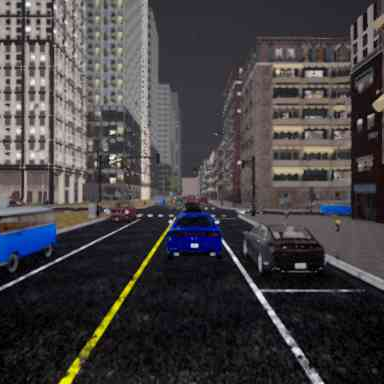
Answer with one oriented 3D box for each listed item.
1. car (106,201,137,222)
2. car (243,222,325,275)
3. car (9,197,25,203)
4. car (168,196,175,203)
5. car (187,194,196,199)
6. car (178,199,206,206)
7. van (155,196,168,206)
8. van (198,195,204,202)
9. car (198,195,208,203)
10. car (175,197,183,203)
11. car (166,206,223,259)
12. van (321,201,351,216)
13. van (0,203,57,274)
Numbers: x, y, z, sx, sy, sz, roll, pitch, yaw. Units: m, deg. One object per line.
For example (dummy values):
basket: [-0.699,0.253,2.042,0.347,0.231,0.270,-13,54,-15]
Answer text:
car: [-5.730,1.566,27.339,1.967,1.590,4.097,0,0,0]
car: [2.676,1.598,10.405,2.008,1.369,4.403,0,0,0]
car: [-21.186,1.245,38.100,4.097,1.590,1.967,1,-1,0]
car: [-5.810,1.927,81.846,1.752,1.417,4.829,0,0,0]
car: [-0.126,1.651,88.099,2.150,2.045,5.566,0,0,0]
car: [-0.109,1.644,30.074,1.837,1.490,4.892,0,0,-3]
van: [-5.778,1.627,59.814,1.690,1.788,3.998,0,0,0]
van: [2.553,1.804,93.132,1.690,1.788,3.998,0,0,0]
car: [2.578,1.688,76.480,2.192,1.841,5.009,0,0,0]
car: [-3.120,2.004,83.263,1.895,1.301,4.718,0,0,0]
car: [0.082,1.536,12.922,1.882,1.535,5.008,0,0,0]
van: [16.875,1.881,38.104,3.998,1.788,1.690,1,-1,0]
van: [-5.704,1.388,10.394,1.690,1.788,3.998,0,0,0]
